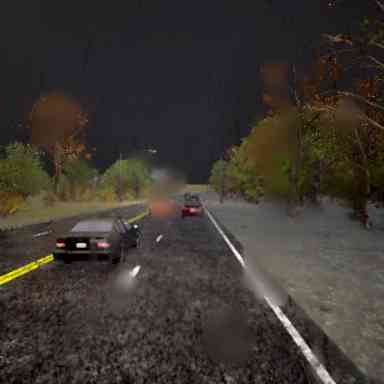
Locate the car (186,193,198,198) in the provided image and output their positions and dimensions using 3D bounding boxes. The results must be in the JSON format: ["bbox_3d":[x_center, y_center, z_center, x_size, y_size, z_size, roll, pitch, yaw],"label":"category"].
[{"bbox_3d":[0.333,1.504,60.261,1.837,1.490,4.892,-2,0,1],"label":"car"}]

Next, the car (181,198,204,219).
[{"bbox_3d":[0.081,1.539,29.899,2.163,1.488,4.792,0,0,0],"label":"car"}]

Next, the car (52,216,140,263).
[{"bbox_3d":[-3.136,1.559,11.946,2.033,1.411,5.357,0,0,0],"label":"car"}]

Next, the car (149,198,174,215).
[{"bbox_3d":[-3.039,1.376,33.873,2.097,1.767,4.553,0,0,1],"label":"car"}]
